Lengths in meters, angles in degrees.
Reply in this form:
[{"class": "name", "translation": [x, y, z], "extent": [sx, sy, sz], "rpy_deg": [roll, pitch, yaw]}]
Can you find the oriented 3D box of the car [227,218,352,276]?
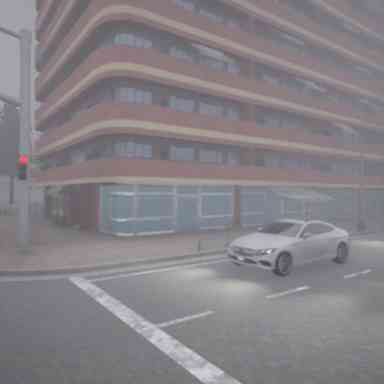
[{"class": "car", "translation": [3.254, 1.574, 10.599], "extent": [4.674, 1.442, 1.812], "rpy_deg": [0, 0, -35]}]
